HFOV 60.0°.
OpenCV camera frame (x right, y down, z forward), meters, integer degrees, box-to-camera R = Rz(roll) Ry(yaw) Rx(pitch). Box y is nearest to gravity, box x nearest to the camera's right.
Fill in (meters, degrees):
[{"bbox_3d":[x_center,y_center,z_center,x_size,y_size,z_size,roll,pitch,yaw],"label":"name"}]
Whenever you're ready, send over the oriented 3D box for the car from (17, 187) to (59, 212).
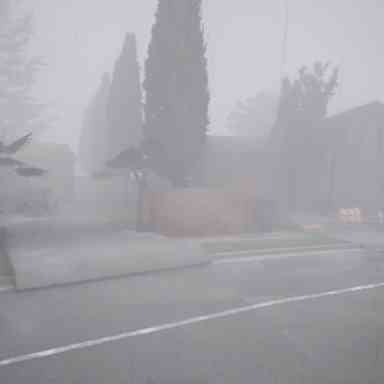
[{"bbox_3d":[-9.916,0.423,21.555,1.816,1.474,4.193,-3,1,-11],"label":"car"}]
